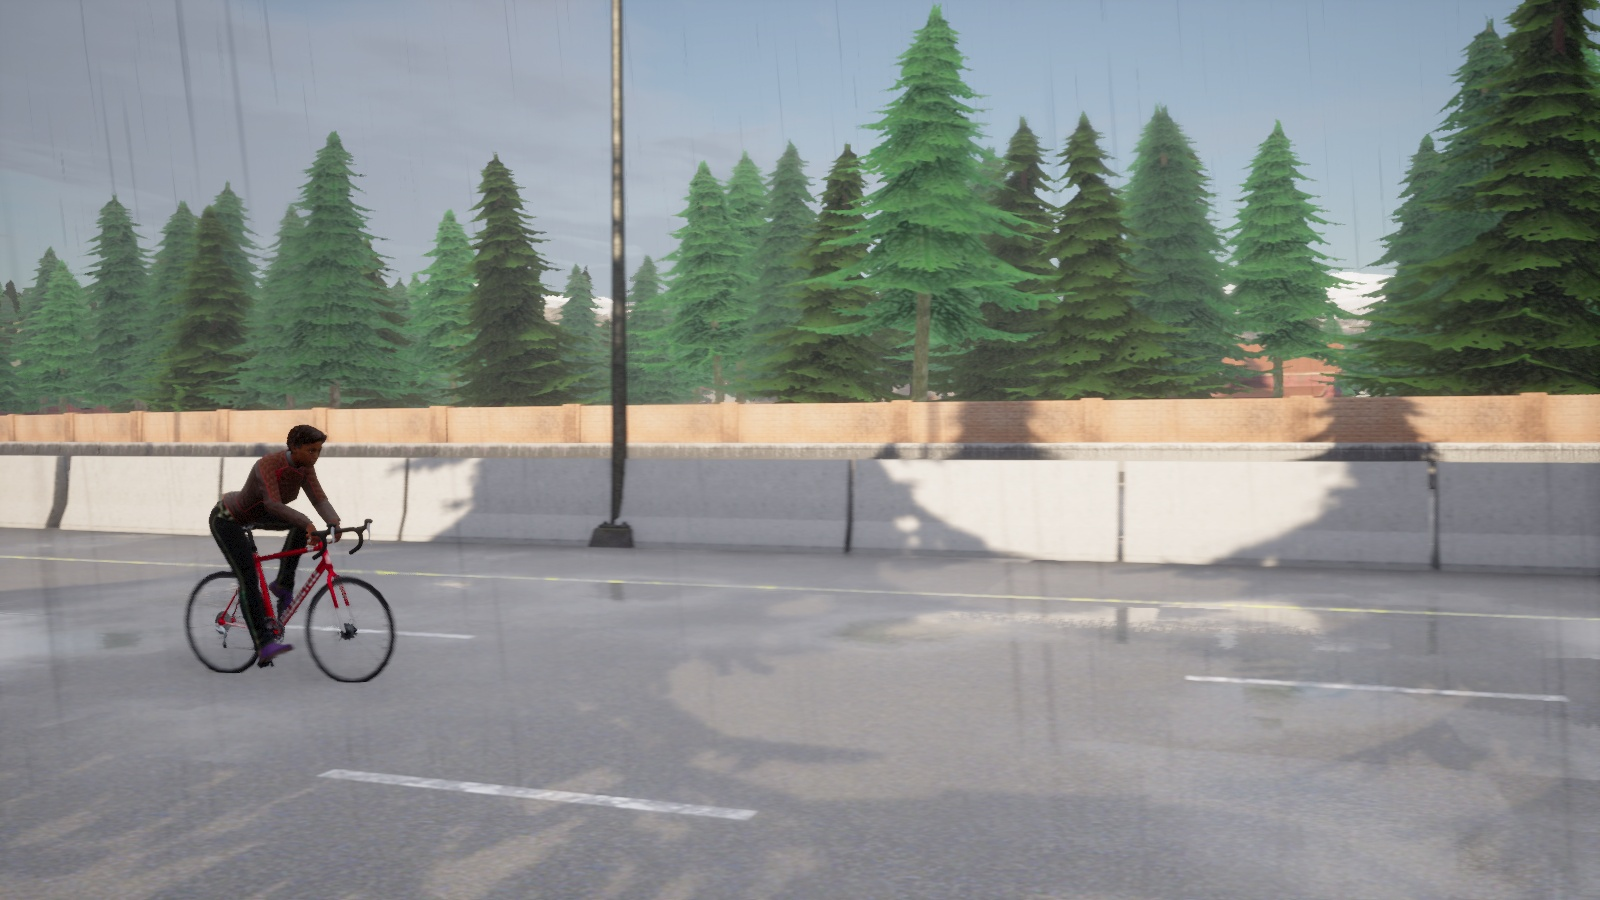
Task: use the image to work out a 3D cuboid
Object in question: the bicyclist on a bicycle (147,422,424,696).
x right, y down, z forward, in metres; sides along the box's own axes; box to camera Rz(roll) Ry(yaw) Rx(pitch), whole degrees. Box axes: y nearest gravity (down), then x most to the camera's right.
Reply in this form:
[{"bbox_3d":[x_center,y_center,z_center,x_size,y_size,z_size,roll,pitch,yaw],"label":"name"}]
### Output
[{"bbox_3d":[-3.277,0.639,7.995,1.656,1.620,0.582,1,1,19],"label":"bicyclist on a bicycle"}]
